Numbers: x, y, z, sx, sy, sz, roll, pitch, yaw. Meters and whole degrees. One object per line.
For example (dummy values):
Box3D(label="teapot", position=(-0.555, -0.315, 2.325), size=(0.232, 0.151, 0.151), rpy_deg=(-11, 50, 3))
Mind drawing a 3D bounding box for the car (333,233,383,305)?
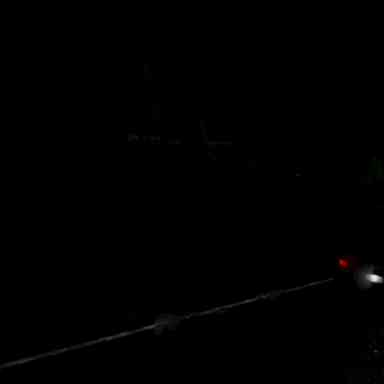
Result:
Box3D(label="car", position=(4.982, 1.561, 7.278), size=(4.181, 1.385, 1.994), rpy_deg=(0, 0, -35))
